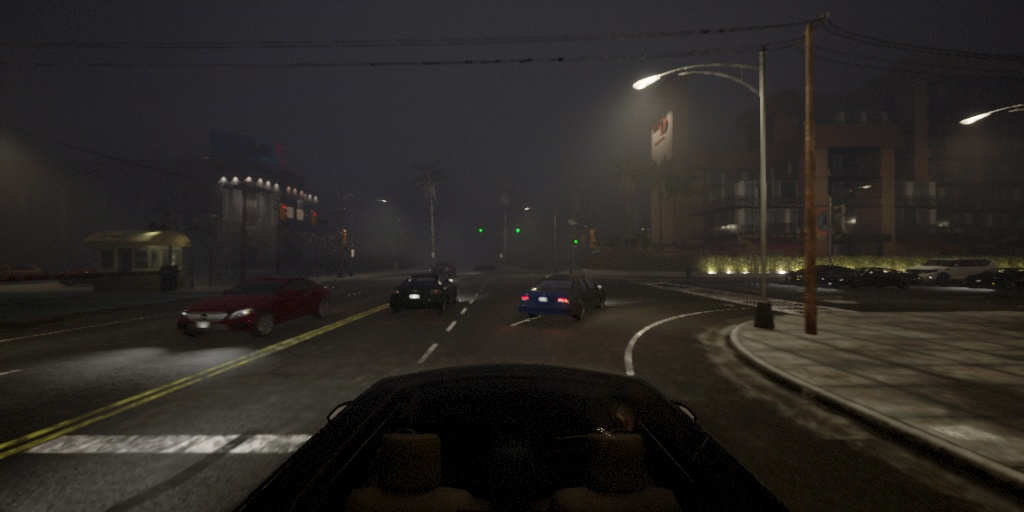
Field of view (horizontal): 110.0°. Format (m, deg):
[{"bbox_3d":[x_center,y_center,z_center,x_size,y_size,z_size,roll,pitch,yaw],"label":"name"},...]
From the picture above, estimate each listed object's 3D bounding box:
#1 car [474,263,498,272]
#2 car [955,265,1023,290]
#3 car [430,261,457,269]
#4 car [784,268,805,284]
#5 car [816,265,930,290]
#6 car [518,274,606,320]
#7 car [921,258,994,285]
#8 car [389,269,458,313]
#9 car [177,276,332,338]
[{"bbox_3d":[-3.904,1.684,53.333,1.895,1.301,4.718,0,0,21],"label":"car"},{"bbox_3d":[32.827,1.460,23.752,4.181,1.385,1.994,0,0,-1],"label":"car"},{"bbox_3d":[-6.882,1.323,36.027,2.097,1.767,4.553,0,0,2],"label":"car"},{"bbox_3d":[23.412,1.422,27.180,4.892,1.490,1.837,0,0,0],"label":"car"},{"bbox_3d":[23.631,1.442,23.683,5.357,1.411,2.033,0,0,-1],"label":"car"},{"bbox_3d":[2.034,1.371,13.090,2.033,1.411,5.357,0,0,26],"label":"car"},{"bbox_3d":[33.260,1.140,27.255,5.566,2.045,2.150,0,0,0],"label":"car"},{"bbox_3d":[-3.399,1.396,14.490,1.994,1.385,4.181,0,0,0],"label":"car"},{"bbox_3d":[-7.097,1.332,10.566,1.812,1.442,4.674,0,0,0],"label":"car"}]
